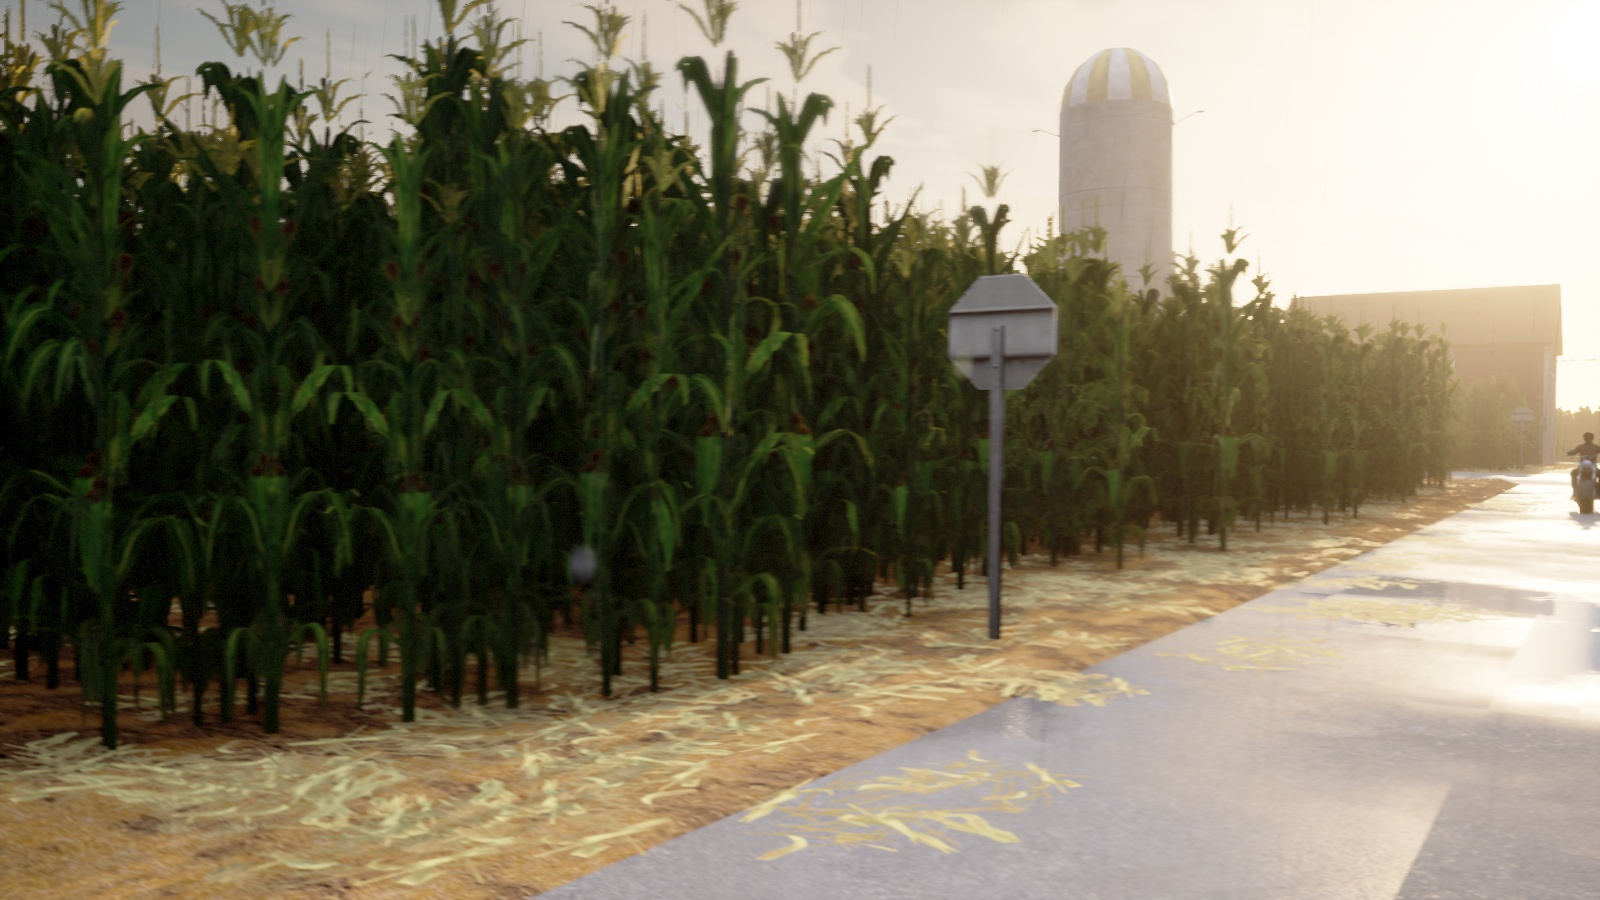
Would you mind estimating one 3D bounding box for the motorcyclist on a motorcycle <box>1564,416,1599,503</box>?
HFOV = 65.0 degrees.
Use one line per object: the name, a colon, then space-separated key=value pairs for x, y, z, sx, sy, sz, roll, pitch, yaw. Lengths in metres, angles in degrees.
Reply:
motorcyclist on a motorcycle: x=15.697 y=0.158 z=24.962 sx=0.766 sy=1.649 sz=2.350 roll=0 pitch=1 yaw=34
